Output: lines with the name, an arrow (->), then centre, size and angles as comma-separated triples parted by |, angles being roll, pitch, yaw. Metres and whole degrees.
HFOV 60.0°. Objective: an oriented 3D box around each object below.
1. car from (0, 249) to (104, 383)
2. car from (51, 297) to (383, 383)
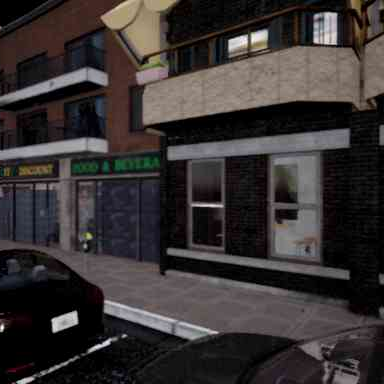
car -> -3.194, 1.570, 5.146 | 4.313, 1.339, 1.947 | 0, 0, 35
car -> 1.408, 1.551, 1.871 | 4.403, 1.369, 2.008 | 0, 0, 35
